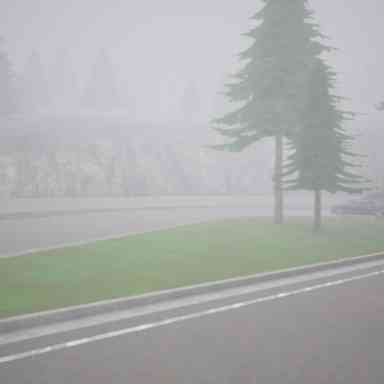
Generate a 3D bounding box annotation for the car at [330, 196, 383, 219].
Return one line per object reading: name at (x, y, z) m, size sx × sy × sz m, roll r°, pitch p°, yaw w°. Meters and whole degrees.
car at (13.996, 1.335, 27.368) m, size 4.902 × 1.511 × 2.128 m, roll 1°, pitch 0°, yaw 44°

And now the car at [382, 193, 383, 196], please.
car at (16.707, 1.061, 29.801) m, size 5.566 × 2.045 × 2.150 m, roll 1°, pitch 0°, yaw 45°
